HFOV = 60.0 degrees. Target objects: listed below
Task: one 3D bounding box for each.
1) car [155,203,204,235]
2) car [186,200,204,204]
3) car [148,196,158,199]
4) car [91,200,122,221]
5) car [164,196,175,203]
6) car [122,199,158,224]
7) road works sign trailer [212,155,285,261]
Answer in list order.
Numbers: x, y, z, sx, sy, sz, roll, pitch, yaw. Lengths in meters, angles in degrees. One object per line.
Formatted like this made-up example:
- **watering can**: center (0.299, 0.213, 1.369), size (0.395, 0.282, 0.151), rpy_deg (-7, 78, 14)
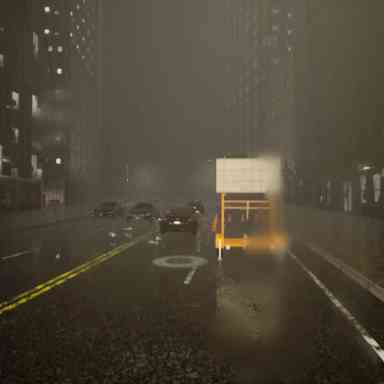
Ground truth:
- **car**: center (-0.568, 1.560, 19.053), size (1.994, 1.385, 4.181), rpy_deg (0, 0, 5)
- **car**: center (0.277, 1.560, 35.328), size (1.994, 1.385, 4.181), rpy_deg (0, 0, 1)
- **car**: center (-7.962, 1.529, 67.959), size (2.033, 1.411, 5.357), rpy_deg (0, 0, -7)
- **car**: center (-6.701, 1.485, 27.303), size (1.837, 1.490, 4.892), rpy_deg (0, 0, 3)
- **car**: center (-4.518, 1.565, 66.101), size (1.994, 1.385, 4.181), rpy_deg (0, 0, -6)
- **car**: center (-3.578, 1.514, 24.955), size (1.812, 1.442, 4.674), rpy_deg (0, 0, 3)
- **road works sign trailer**: center (2.051, 0.465, 12.282), size (2.380, 3.560, 2.880), rpy_deg (0, 0, 5)
